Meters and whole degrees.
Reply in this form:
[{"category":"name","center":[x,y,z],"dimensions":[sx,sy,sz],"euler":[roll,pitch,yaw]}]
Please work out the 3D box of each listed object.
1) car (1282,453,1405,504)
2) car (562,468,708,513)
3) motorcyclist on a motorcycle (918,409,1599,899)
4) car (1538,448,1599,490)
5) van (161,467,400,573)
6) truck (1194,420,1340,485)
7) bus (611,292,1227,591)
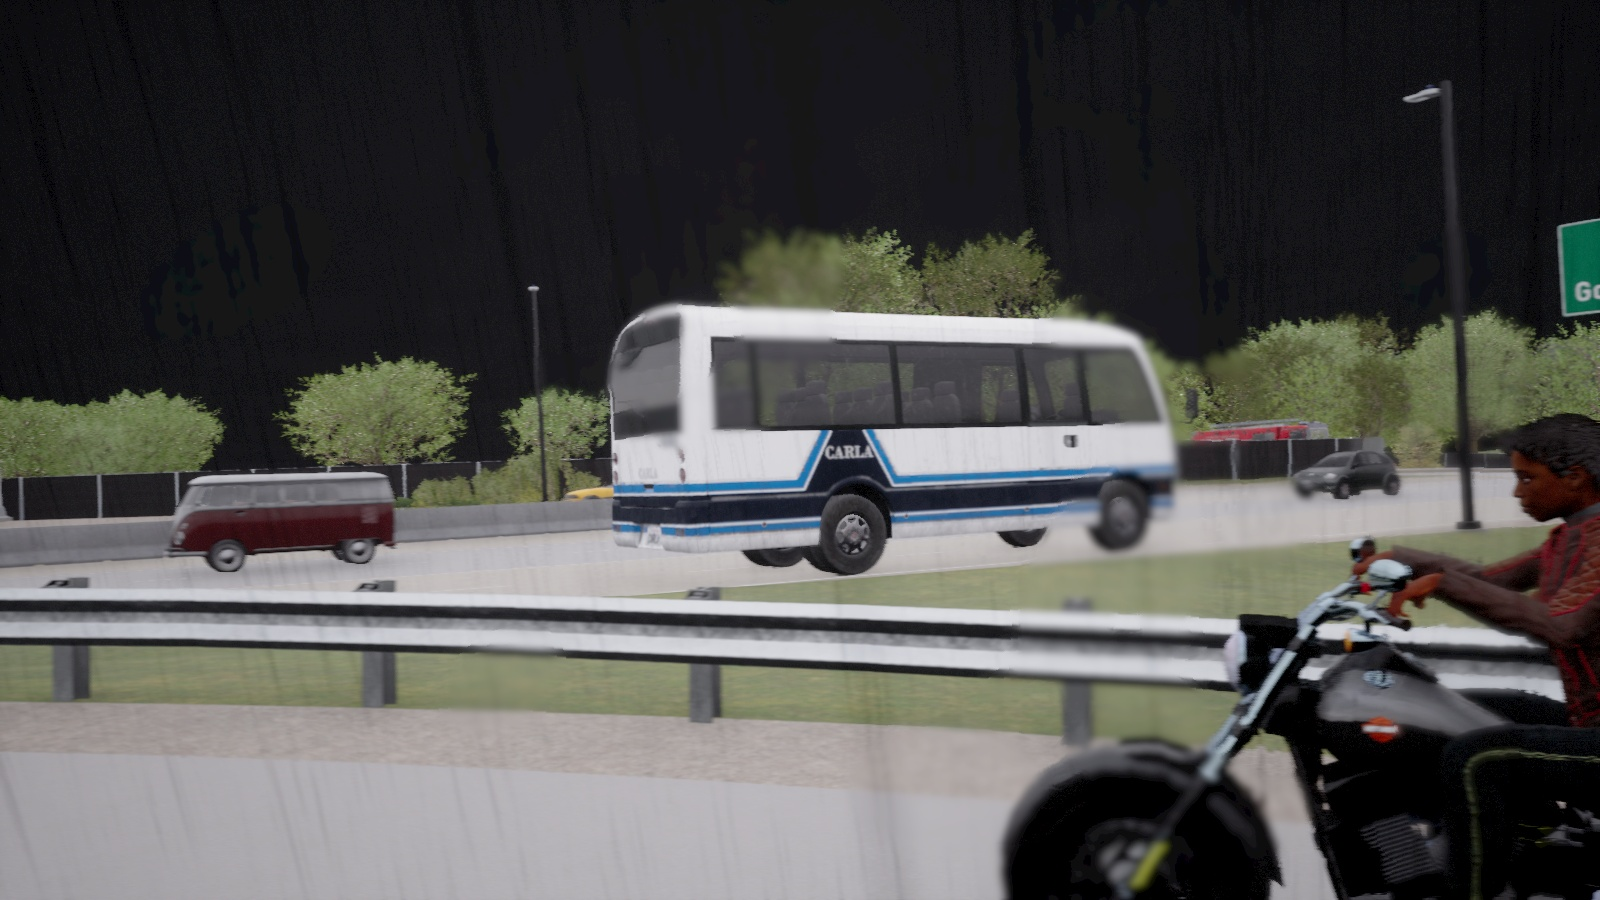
[{"category":"car","center":[18.838,0.974,43.511],"dimensions":[3.988,1.617,1.851],"euler":[-1,-1,-30]},{"category":"car","center":[-6.210,1.511,47.534],"dimensions":[5.366,1.575,1.801],"euler":[-1,0,-6]},{"category":"motorcyclist on a motorcycle","center":[1.542,0.732,3.179],"dimensions":[2.350,1.649,0.766],"euler":[0,1,20]},{"category":"car","center":[32.558,0.741,51.247],"dimensions":[4.856,1.649,2.033],"euler":[-1,-1,-30]},{"category":"van","center":[-10.983,1.408,26.620],"dimensions":[4.442,1.987,1.775],"euler":[-1,-1,-30]},{"category":"truck","center":[30.512,0.230,82.404],"dimensions":[2.891,3.827,8.468],"euler":[-1,-2,-40]},{"category":"bus","center":[2.285,-0.157,22.109],"dimensions":[10.273,4.253,3.944],"euler":[-1,-1,-30]}]
